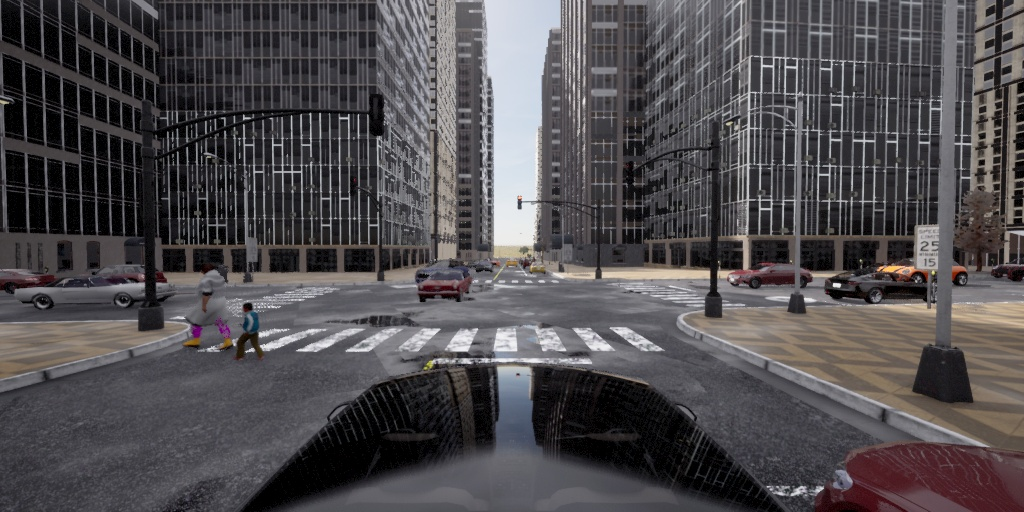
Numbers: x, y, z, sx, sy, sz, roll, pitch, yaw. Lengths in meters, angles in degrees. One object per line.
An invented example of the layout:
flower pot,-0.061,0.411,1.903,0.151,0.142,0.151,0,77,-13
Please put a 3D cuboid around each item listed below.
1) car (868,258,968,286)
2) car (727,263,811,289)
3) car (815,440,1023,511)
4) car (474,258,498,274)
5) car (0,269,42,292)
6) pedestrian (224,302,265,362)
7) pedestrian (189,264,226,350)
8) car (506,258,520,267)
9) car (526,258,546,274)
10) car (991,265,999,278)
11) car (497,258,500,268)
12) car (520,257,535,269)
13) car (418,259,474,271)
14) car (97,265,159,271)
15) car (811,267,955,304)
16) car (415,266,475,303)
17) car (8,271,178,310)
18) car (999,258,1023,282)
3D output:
car,25.339,0.904,22.370,4.553,1.767,2.097,0,1,-5
car,15.392,1.135,21.460,4.674,1.442,1.812,0,1,-5
car,2.692,1.333,0.419,1.802,1.307,4.207,0,0,0
car,-3.115,1.275,42.101,2.033,1.411,5.357,0,0,0
car,-28.204,1.390,20.028,4.207,1.307,1.802,0,0,-5
pedestrian,-4.917,1.422,6.767,0.500,1.100,0.500,-1,1,0
pedestrian,-6.400,1.041,7.570,0.375,1.860,0.375,-1,1,0
car,-0.025,1.178,65.017,1.882,1.535,5.008,0,0,0
car,2.806,1.254,39.957,1.751,1.417,4.829,0,0,0
car,37.693,0.864,26.134,4.097,1.591,1.967,0,0,-5
car,-3.097,1.058,60.500,2.097,1.767,4.553,0,0,0
car,2.710,1.028,55.039,2.192,1.841,5.009,0,0,0
car,-4.730,1.048,24.793,2.097,1.767,4.553,-1,-1,19
car,-22.578,1.216,20.552,4.097,1.591,1.967,0,0,-5
car,16.124,1.293,15.717,4.313,1.339,1.948,0,0,-5
car,-3.120,1.370,17.294,1.895,1.301,4.718,0,1,0
car,-17.345,1.469,15.211,4.718,1.301,1.895,0,1,-6
car,35.349,0.845,23.291,4.553,1.767,2.097,0,1,-5
